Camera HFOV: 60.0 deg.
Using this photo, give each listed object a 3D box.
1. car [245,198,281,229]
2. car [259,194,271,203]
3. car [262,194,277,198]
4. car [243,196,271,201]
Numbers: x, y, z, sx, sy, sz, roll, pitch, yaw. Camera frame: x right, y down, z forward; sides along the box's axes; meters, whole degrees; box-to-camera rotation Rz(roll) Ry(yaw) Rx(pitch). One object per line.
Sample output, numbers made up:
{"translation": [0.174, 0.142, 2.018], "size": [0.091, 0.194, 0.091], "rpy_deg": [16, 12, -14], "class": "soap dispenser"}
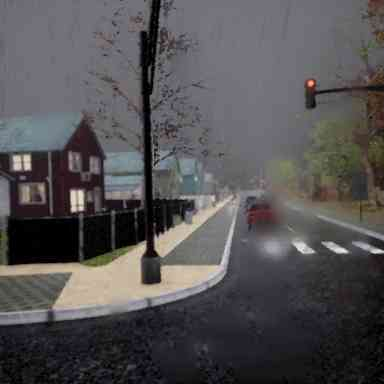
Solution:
{"translation": [4.483, 1.409, 21.145], "size": [1.882, 1.535, 5.008], "rpy_deg": [-2, 0, 9], "class": "car"}
{"translation": [13.237, 1.156, 60.313], "size": [1.837, 1.490, 4.892], "rpy_deg": [-2, 0, 9], "class": "car"}
{"translation": [11.743, 1.049, 50.391], "size": [2.097, 1.767, 4.553], "rpy_deg": [-2, 0, 9], "class": "car"}
{"translation": [6.057, 1.428, 31.602], "size": [2.033, 1.411, 5.357], "rpy_deg": [-2, 0, 9], "class": "car"}
